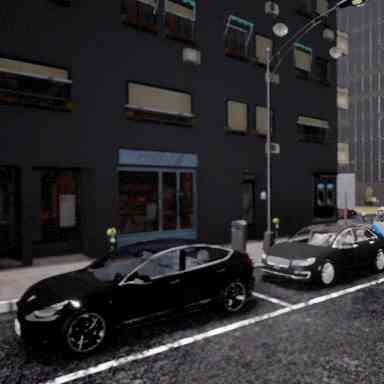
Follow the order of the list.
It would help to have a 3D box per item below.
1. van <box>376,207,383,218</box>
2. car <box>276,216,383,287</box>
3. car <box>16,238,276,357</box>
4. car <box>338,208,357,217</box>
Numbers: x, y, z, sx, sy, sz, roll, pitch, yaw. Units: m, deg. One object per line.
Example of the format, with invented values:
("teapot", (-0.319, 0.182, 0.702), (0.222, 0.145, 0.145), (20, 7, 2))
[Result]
("van", (8.387, 1.392, 12.560), (3.998, 1.788, 1.690), (0, -1, -35))
("car", (3.828, 1.581, 9.304), (4.403, 1.369, 2.008), (0, -1, -35))
("car", (-0.732, 1.576, 6.050), (4.313, 1.339, 1.947), (0, -1, -35))
("car", (12.643, 1.609, 30.188), (1.994, 1.385, 4.181), (-1, 1, -35))
